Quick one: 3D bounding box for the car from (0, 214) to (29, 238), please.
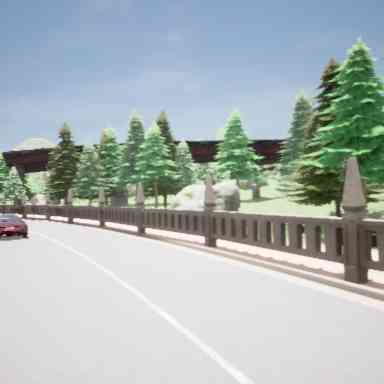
[{"bbox_3d":[-11.164,2.009,19.919,1.994,1.385,4.181,-2,0,-36],"label":"car"}]
